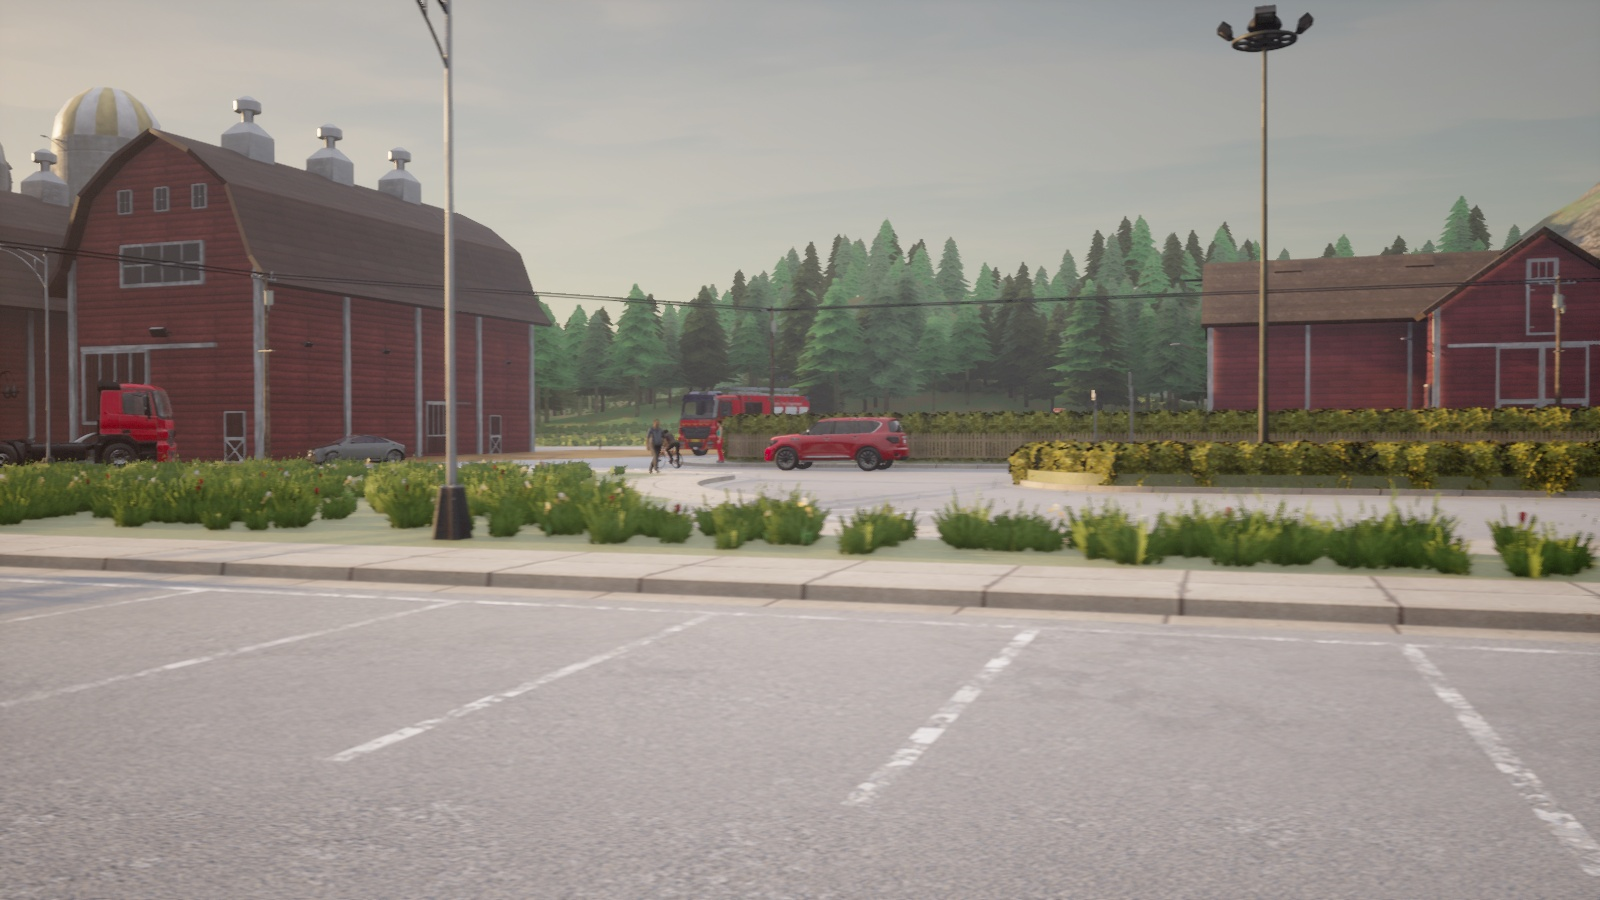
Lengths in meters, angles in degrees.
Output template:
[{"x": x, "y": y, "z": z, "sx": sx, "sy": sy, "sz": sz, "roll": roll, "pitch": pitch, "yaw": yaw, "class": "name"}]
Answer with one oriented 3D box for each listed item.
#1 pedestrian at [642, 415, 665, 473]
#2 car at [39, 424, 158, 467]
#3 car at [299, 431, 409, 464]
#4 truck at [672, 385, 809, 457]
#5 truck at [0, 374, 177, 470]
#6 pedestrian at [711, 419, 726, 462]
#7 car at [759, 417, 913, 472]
[{"x": -4.735, "y": -0.184, "z": 40.495, "sx": 0.540, "sy": 1.848, "sz": 0.694, "roll": 0, "pitch": 1, "yaw": -25, "class": "pedestrian"}, {"x": -27.856, "y": -0.209, "z": 49.893, "sx": 3.988, "sy": 1.617, "sz": 1.851, "roll": -1, "pitch": 1, "yaw": -32, "class": "car"}, {"x": -19.676, "y": -0.140, "z": 55.496, "sx": 4.181, "sy": 1.385, "sz": 1.994, "roll": -1, "pitch": 1, "yaw": -37, "class": "car"}, {"x": -3.265, "y": -1.641, "z": 71.235, "sx": 2.891, "sy": 3.827, "sz": 8.468, "roll": 1, "pitch": 1, "yaw": 38, "class": "truck"}, {"x": -27.970, "y": -1.036, "z": 47.081, "sx": 7.936, "sy": 3.462, "sz": 2.891, "roll": -1, "pitch": 1, "yaw": -20, "class": "truck"}, {"x": -3.496, "y": -0.397, "z": 53.865, "sx": 0.594, "sy": 1.836, "sz": 0.345, "roll": 0, "pitch": 1, "yaw": -1, "class": "pedestrian"}, {"x": 1.406, "y": -0.228, "z": 48.647, "sx": 5.566, "sy": 2.045, "sz": 2.150, "roll": 1, "pitch": 1, "yaw": 19, "class": "car"}]
